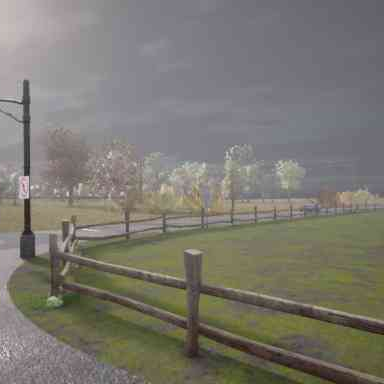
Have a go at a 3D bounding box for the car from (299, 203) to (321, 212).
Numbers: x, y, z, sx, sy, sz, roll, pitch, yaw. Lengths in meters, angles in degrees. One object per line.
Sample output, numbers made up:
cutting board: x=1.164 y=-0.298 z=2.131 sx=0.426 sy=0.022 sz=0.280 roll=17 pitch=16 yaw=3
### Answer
car: x=18.897 y=2.449 z=52.982 sx=2.033 sy=1.411 sz=5.357 roll=-1 pitch=-2 yaw=40
